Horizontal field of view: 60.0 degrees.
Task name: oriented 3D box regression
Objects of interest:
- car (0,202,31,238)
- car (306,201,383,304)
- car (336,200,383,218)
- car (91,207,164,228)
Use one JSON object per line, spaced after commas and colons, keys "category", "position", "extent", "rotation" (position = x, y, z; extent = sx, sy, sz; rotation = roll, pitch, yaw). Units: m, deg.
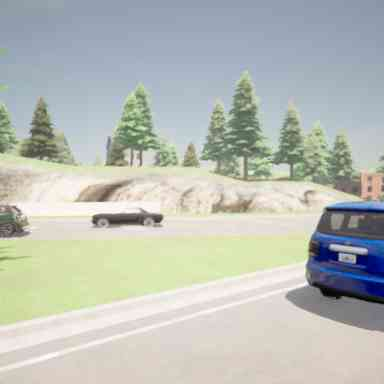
{"category": "car", "position": [-11.185, 1.442, 17.599], "extent": [4.553, 1.767, 2.097], "rotation": [0, 0, -10]}
{"category": "car", "position": [4.808, 1.217, 7.307], "extent": [5.566, 2.045, 2.150], "rotation": [0, 0, -37]}
{"category": "car", "position": [16.305, 1.544, 31.207], "extent": [5.357, 1.411, 2.033], "rotation": [0, 0, -23]}
{"category": "car", "position": [-4.262, 1.671, 22.192], "extent": [4.718, 1.301, 1.895], "rotation": [0, 0, -8]}
